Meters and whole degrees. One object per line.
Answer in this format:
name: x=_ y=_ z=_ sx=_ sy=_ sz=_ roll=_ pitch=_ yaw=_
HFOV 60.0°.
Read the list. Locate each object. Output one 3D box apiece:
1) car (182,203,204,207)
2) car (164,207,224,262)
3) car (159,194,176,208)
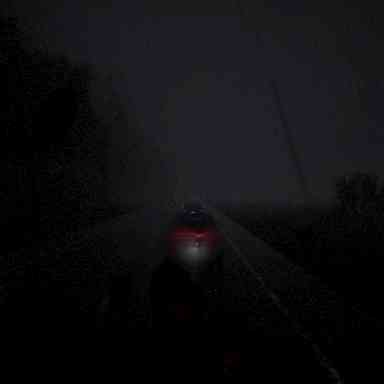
car: x=0.079 y=1.580 z=27.515 sx=1.994 sy=1.385 sz=4.181 roll=0 pitch=0 yaw=0
car: x=0.074 y=1.500 z=12.083 sx=2.128 sy=1.511 sz=4.902 roll=0 pitch=0 yaw=0
car: x=-3.577 y=1.242 z=48.619 sx=2.150 sy=2.045 sz=5.566 roll=0 pitch=0 yaw=0
